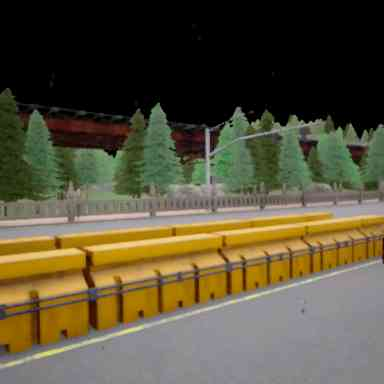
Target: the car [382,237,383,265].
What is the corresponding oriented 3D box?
[{"bbox_3d":[6.947,1.319,8.727,5.008,1.535,1.882,-1,1,-35],"label":"car"}]
